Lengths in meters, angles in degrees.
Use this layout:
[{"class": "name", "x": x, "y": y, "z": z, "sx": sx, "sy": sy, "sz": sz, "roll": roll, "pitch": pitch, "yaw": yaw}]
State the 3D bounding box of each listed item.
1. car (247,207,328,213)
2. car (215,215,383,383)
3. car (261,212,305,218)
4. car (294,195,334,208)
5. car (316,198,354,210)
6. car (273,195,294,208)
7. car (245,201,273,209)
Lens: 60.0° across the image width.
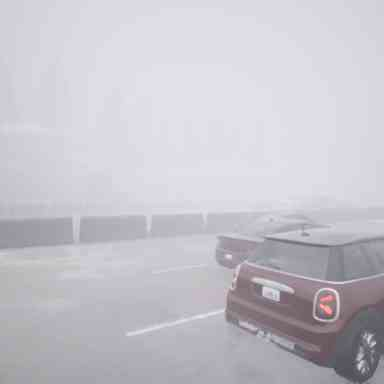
[{"class": "car", "x": 4.630, "y": 1.660, "z": 15.661, "sx": 4.674, "sy": 1.442, "sz": 1.812, "roll": 1, "pitch": 0, "yaw": -36}, {"class": "car", "x": 2.799, "y": 1.418, "z": 5.742, "sx": 4.553, "sy": 1.767, "sz": 2.097, "roll": 1, "pitch": 0, "yaw": -35}, {"class": "car", "x": 2.981, "y": 1.571, "z": 10.170, "sx": 5.008, "sy": 1.535, "sz": 1.882, "roll": 1, "pitch": 0, "yaw": -35}, {"class": "car", "x": 15.449, "y": 1.449, "z": 40.792, "sx": 5.566, "sy": 2.045, "sz": 2.150, "roll": 0, "pitch": 0, "yaw": -35}, {"class": "car", "x": 16.260, "y": 1.751, "z": 37.073, "sx": 4.674, "sy": 1.442, "sz": 1.812, "roll": 0, "pitch": 0, "yaw": -35}, {"class": "car", "x": 13.694, "y": 1.450, "z": 43.838, "sx": 5.566, "sy": 2.045, "sz": 2.150, "roll": 0, "pitch": 0, "yaw": -35}, {"class": "car", "x": 9.329, "y": 1.827, "z": 45.027, "sx": 4.718, "sy": 1.301, "sz": 1.895, "roll": 0, "pitch": 0, "yaw": -35}]
